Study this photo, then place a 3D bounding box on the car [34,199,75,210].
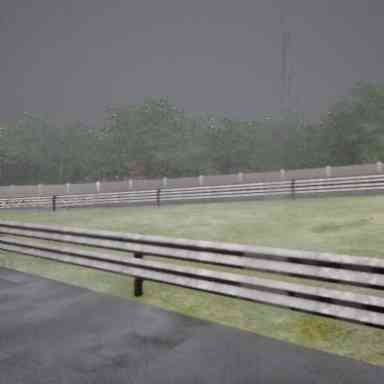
[{"bbox_3d":[-15.112,1.231,36.635,4.674,1.442,1.812,-3,-1,17],"label":"car"}]
